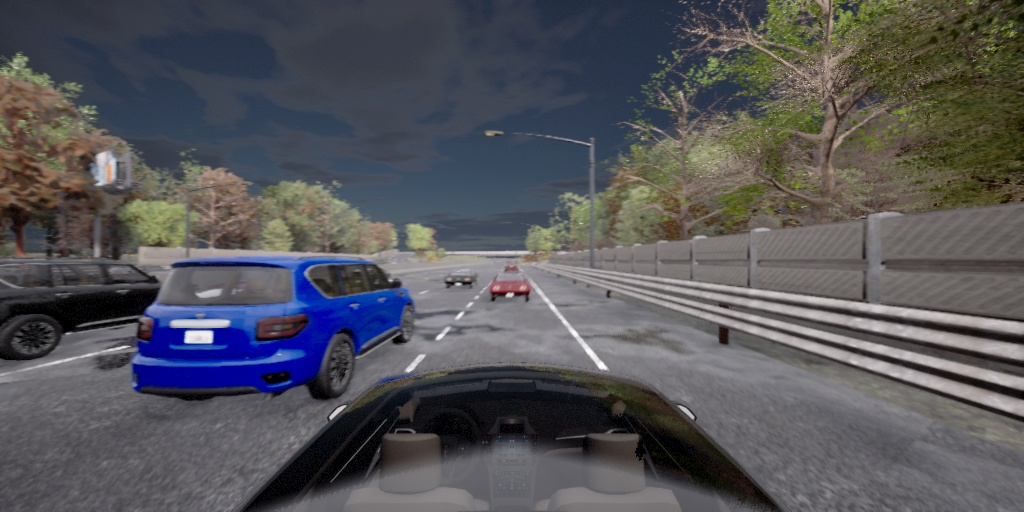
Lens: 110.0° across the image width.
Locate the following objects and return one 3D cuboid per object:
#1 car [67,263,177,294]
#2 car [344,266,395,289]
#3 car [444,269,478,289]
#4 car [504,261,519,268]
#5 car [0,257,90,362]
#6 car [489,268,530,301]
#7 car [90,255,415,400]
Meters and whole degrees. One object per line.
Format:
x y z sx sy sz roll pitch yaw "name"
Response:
-24.682 1.354 23.014 2.097 1.767 4.553 0 -1 0 "car"
-10.486 1.506 26.837 1.837 1.490 4.892 0 -1 0 "car"
-3.485 1.573 25.527 1.895 1.301 4.718 0 -1 0 "car"
-0.074 1.603 55.018 2.097 1.767 4.553 0 -1 0 "car"
-10.497 1.059 8.625 2.150 2.045 5.566 0 0 0 "car"
-0.093 1.500 18.466 1.895 1.301 4.718 0 -1 0 "car"
-3.499 1.024 6.693 2.150 2.045 5.566 0 -1 0 "car"
